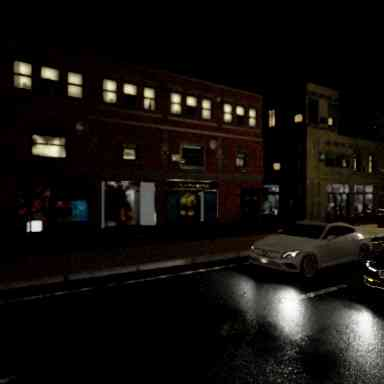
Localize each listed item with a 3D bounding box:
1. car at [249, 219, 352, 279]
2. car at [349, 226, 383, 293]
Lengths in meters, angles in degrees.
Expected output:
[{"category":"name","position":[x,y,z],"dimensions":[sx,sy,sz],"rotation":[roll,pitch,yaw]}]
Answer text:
[{"category":"car","position":[3.863,1.613,10.437],"dimensions":[4.674,1.442,1.812],"rotation":[1,0,-36]},{"category":"car","position":[6.052,1.595,8.006],"dimensions":[4.892,1.490,1.837],"rotation":[1,0,-36]}]
